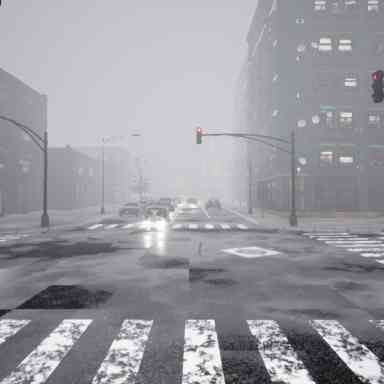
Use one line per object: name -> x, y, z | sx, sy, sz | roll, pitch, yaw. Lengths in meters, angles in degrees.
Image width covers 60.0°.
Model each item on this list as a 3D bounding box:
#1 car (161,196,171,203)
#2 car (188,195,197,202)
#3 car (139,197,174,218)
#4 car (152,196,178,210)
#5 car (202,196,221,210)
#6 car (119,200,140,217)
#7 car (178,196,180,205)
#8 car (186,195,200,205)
car -> -5.654, 1.604, 71.600 | 1.802, 1.307, 4.206 | 1, 0, 0
car -> 0.022, 1.378, 69.892 | 1.812, 1.442, 4.674 | 0, 0, 0
car -> -3.088, 1.500, 29.946 | 2.128, 1.511, 4.902 | 0, 0, 0
car -> -3.084, 1.363, 38.965 | 2.097, 1.767, 4.553 | 0, 0, 0
car -> 2.719, 1.452, 43.225 | 1.967, 1.590, 4.097 | 1, 0, 0
car -> -5.743, 1.554, 31.798 | 1.887, 1.381, 4.507 | 1, 0, 0
car -> -3.075, 1.539, 48.835 | 1.812, 1.442, 4.674 | 0, 0, 0
car -> 0.019, 1.495, 59.466 | 1.882, 1.535, 5.008 | 0, 0, 0
